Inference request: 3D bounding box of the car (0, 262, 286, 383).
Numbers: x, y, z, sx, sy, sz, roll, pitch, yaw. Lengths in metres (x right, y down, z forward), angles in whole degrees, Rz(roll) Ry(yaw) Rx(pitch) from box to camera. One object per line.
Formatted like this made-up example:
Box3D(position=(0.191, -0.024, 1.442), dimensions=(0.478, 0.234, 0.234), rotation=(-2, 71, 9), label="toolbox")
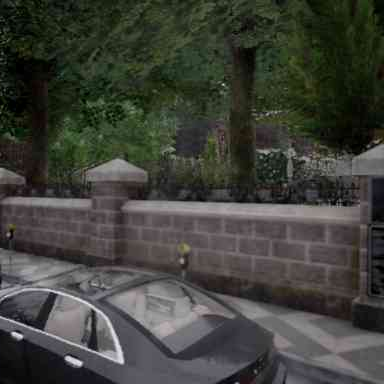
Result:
Box3D(position=(-1.193, 1.556, 3.812), dimensions=(4.403, 1.369, 2.008), rotation=(0, 0, 36), label="car")
